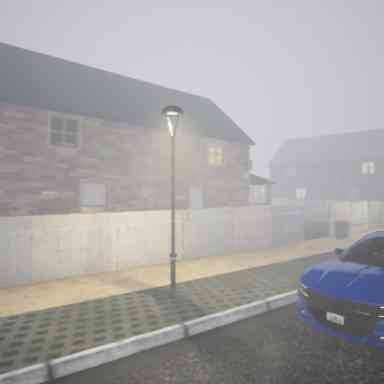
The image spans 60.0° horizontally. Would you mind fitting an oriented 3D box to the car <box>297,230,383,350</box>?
[{"bbox_3d":[3.956,1.478,6.131,5.008,1.535,1.882,0,0,-38],"label":"car"}]
